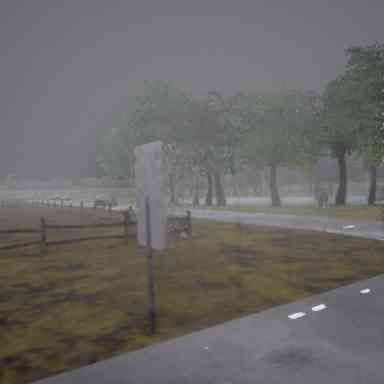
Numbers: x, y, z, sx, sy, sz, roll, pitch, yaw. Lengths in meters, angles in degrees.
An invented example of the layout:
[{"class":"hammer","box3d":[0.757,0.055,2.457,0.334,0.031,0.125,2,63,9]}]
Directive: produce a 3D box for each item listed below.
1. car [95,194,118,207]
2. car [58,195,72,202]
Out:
[{"class":"car","box3d":[-13.802,1.338,53.445,2.150,2.045,5.566,-3,2,-35]},{"class":"car","box3d":[-31.468,1.672,83.359,1.837,1.490,4.892,-3,1,-35]}]
